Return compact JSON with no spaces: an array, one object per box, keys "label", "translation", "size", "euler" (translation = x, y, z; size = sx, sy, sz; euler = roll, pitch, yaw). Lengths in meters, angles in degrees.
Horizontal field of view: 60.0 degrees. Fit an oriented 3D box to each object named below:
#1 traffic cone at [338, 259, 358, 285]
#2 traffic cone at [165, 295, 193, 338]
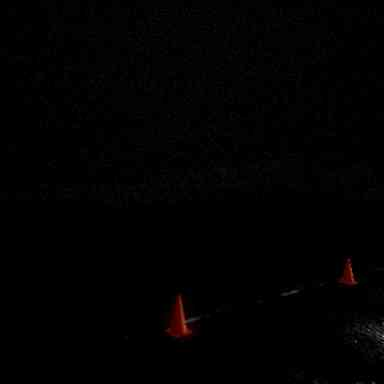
[{"label":"traffic cone","translation":[3.870,1.948,8.235],"size":[0.340,0.580,0.340],"euler":[0,0,-35]},{"label":"traffic cone","translation":[-0.210,1.951,5.343],"size":[0.340,0.580,0.340],"euler":[0,0,-35]}]
